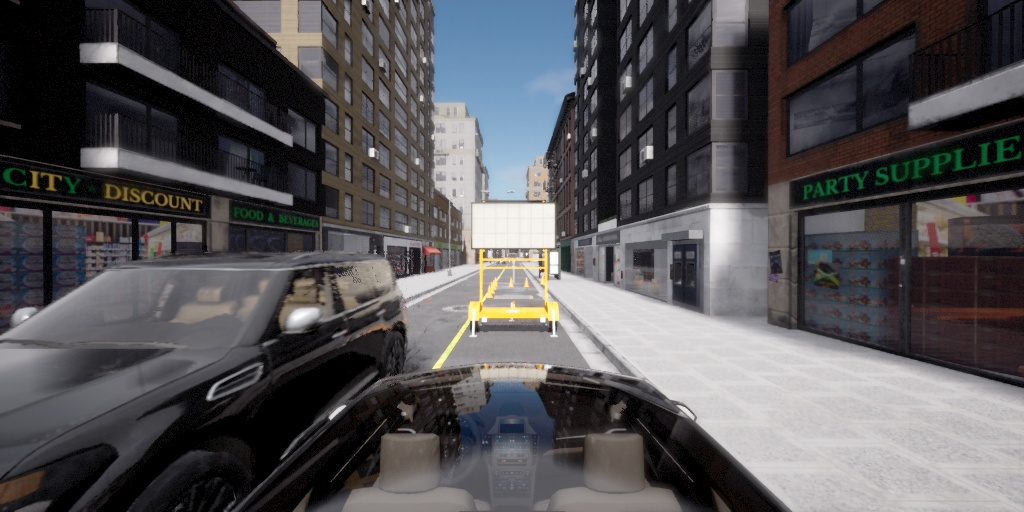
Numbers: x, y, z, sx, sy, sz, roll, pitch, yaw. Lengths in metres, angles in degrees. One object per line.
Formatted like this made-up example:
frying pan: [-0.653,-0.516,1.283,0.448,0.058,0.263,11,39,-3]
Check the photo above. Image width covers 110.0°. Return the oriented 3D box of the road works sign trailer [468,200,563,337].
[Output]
road works sign trailer: [0.047,0.213,10.257,2.380,3.560,2.880,0,0,0]

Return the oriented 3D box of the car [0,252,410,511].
car: [-2.736,0.971,3.649,2.150,2.045,5.566,0,0,0]
